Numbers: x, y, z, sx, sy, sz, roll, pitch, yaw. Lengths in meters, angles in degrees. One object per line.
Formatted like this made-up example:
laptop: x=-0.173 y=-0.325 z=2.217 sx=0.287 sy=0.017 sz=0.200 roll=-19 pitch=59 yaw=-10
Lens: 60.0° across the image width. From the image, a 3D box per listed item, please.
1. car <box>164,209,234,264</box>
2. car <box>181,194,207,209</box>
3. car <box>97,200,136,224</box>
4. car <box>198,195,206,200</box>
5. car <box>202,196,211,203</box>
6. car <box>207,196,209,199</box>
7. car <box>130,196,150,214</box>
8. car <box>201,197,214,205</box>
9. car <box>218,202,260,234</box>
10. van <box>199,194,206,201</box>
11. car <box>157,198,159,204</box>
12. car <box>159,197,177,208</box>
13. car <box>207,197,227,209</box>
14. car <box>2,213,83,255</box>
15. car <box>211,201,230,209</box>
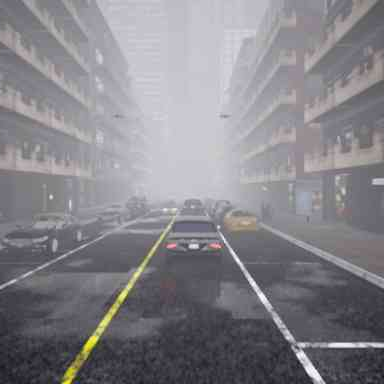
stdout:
car: x=0.070 y=1.549 z=11.722 sx=2.033 sy=1.411 sz=5.357 roll=0 pitch=0 yaw=0
car: x=0.090 y=1.356 z=31.221 sx=2.097 sy=1.767 sz=4.553 roll=0 pitch=0 yaw=0
car: x=-5.696 y=1.554 z=24.393 sx=2.008 sy=1.369 sz=4.403 roll=-1 pitch=0 yaw=0
car: x=2.695 y=1.571 z=91.587 sx=2.008 sy=1.369 sz=4.403 roll=-1 pitch=0 yaw=0
car: x=3.011 y=1.540 z=69.989 sx=1.812 sy=1.442 sz=4.674 roll=0 pitch=0 yaw=0
car: x=2.689 y=1.575 z=52.372 sx=1.947 sy=1.339 sz=4.313 roll=-1 pitch=0 yaw=0
car: x=-5.698 y=1.320 z=35.597 sx=2.192 sy=1.841 sz=5.009 roll=-1 pitch=0 yaw=0
car: x=2.689 y=1.561 z=57.975 sx=2.008 sy=1.369 sz=4.403 roll=-1 pitch=0 yaw=0
car: x=2.683 y=1.528 z=18.930 sx=1.752 sy=1.417 sz=4.829 roll=-1 pitch=0 yaw=0
van: x=2.691 y=1.360 z=85.985 sx=1.690 sy=1.788 sz=3.998 roll=-1 pitch=0 yaw=0
car: x=-5.690 y=1.562 z=63.607 sx=2.008 sy=1.369 sz=4.403 roll=-1 pitch=0 yaw=0
car: x=-3.081 y=1.571 z=46.415 sx=1.994 sy=1.385 sz=4.181 roll=0 pitch=0 yaw=0
car: x=2.683 y=1.444 z=29.965 sx=1.967 sy=1.590 sz=4.097 roll=-1 pitch=0 yaw=0
car: x=-5.698 y=1.552 z=13.189 sx=2.008 sy=1.369 sz=4.403 roll=-1 pitch=0 yaw=0
car: x=2.684 y=1.569 z=24.362 sx=1.947 sy=1.339 sz=4.313 roll=-1 pitch=0 yaw=0
